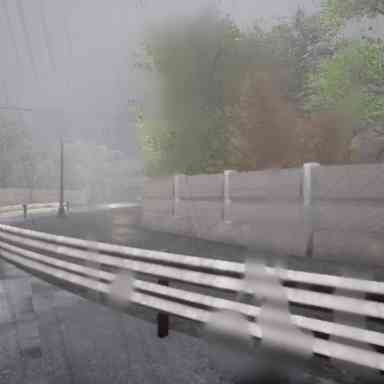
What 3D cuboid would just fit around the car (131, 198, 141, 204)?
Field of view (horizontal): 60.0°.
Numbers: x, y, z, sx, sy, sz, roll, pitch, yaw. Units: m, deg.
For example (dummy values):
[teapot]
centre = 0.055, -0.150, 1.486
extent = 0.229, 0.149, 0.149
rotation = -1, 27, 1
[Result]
[car]
centre = -14.111, 2.243, 84.592
extent = 1.812, 1.442, 4.674
rotation = 0, 0, 5
